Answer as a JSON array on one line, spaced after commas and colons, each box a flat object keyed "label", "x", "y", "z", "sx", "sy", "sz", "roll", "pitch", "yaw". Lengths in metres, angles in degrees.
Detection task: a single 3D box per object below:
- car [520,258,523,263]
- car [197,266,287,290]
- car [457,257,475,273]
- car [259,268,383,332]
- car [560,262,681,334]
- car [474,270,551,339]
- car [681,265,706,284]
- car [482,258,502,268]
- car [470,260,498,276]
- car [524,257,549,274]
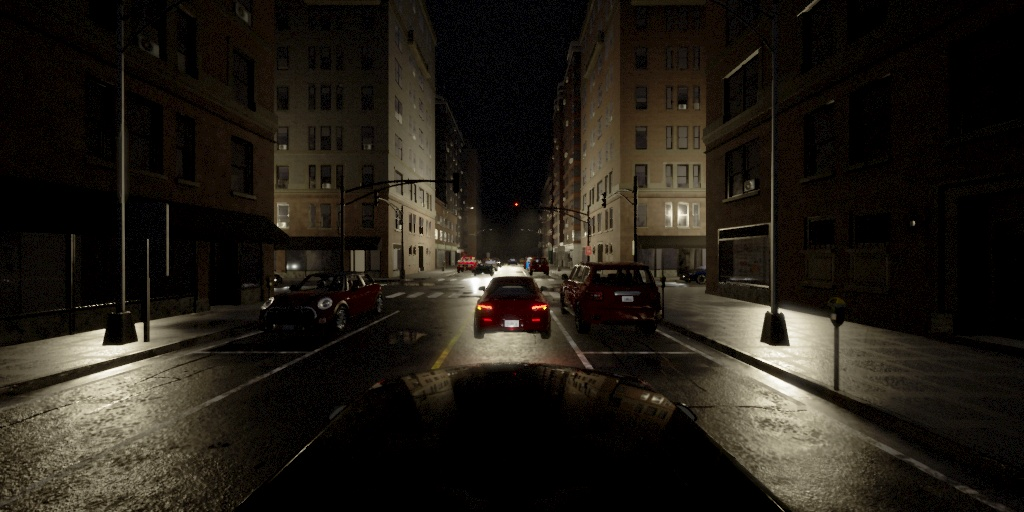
[{"label": "car", "x": 2.786, "y": 1.061, "z": 54.159, "sx": 2.192, "sy": 1.841, "sz": 5.009, "roll": 0, "pitch": 0, "yaw": 0}, {"label": "car", "x": -17.076, "y": 1.362, "z": 22.846, "sx": 4.181, "sy": 1.385, "sz": 1.994, "roll": 0, "pitch": 0, "yaw": 0}, {"label": "car", "x": -5.341, "y": 1.062, "z": 43.166, "sx": 2.192, "sy": 1.841, "sz": 5.009, "roll": 0, "pitch": 0, "yaw": 0}, {"label": "car", "x": -5.373, "y": 1.189, "z": 10.606, "sx": 1.967, "sy": 1.591, "sz": 4.097, "roll": 0, "pitch": 0, "yaw": 0}, {"label": "car", "x": 2.652, "y": 1.064, "z": 10.591, "sx": 2.192, "sy": 1.841, "sz": 5.009, "roll": 0, "pitch": 0, "yaw": 0}, {"label": "car", "x": 0.022, "y": 1.276, "z": 9.947, "sx": 1.812, "sy": 1.442, "sz": 4.674, "roll": 0, "pitch": 0, "yaw": 1}, {"label": "car", "x": 14.290, "y": 1.271, "z": 25.666, "sx": 4.181, "sy": 1.385, "sz": 1.994, "roll": 0, "pitch": 0, "yaw": 0}, {"label": "car", "x": -2.763, "y": 1.295, "z": 46.860, "sx": 2.033, "sy": 1.411, "sz": 5.357, "roll": 0, "pitch": 0, "yaw": 1}, {"label": "car", "x": -2.785, "y": 1.349, "z": 36.496, "sx": 1.895, "sy": 1.301, "sz": 4.718, "roll": 0, "pitch": 0, "yaw": 0}, {"label": "car", "x": 2.767, "y": 1.063, "z": 37.647, "sx": 2.192, "sy": 1.841, "sz": 5.009, "roll": 0, "pitch": 0, "yaw": 0}]
